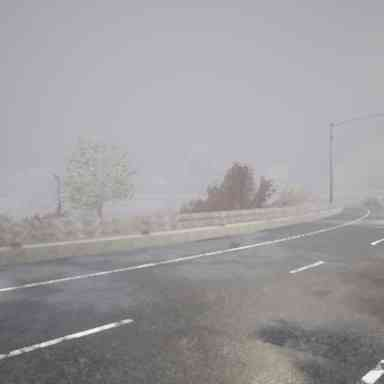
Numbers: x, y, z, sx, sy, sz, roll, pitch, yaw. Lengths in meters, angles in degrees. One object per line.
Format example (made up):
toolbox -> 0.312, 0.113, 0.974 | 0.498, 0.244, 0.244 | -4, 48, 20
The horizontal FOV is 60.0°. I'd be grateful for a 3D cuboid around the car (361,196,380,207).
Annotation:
car -> 29.234, 1.512, 54.594 | 2.097, 1.767, 4.553 | 0, 0, 18
